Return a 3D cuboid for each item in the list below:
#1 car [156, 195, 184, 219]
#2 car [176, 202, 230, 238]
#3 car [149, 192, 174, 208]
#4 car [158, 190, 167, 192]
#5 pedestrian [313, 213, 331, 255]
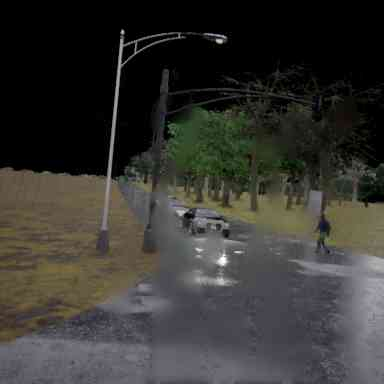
[{"bbox_3d":[-1.392,1.374,27.079,2.128,1.511,4.902,5,0,-13],"label":"car"},{"bbox_3d":[0.657,1.591,18.326,1.994,1.385,4.181,5,0,-13],"label":"car"},{"bbox_3d":[-3.668,1.185,36.836,2.128,1.511,4.902,5,0,-13],"label":"car"},{"bbox_3d":[-5.708,0.709,61.810,2.150,2.045,5.566,5,0,-13],"label":"car"},{"bbox_3d":[5.570,1.740,14.248,0.375,1.860,0.375,4,1,-13],"label":"pedestrian"}]
